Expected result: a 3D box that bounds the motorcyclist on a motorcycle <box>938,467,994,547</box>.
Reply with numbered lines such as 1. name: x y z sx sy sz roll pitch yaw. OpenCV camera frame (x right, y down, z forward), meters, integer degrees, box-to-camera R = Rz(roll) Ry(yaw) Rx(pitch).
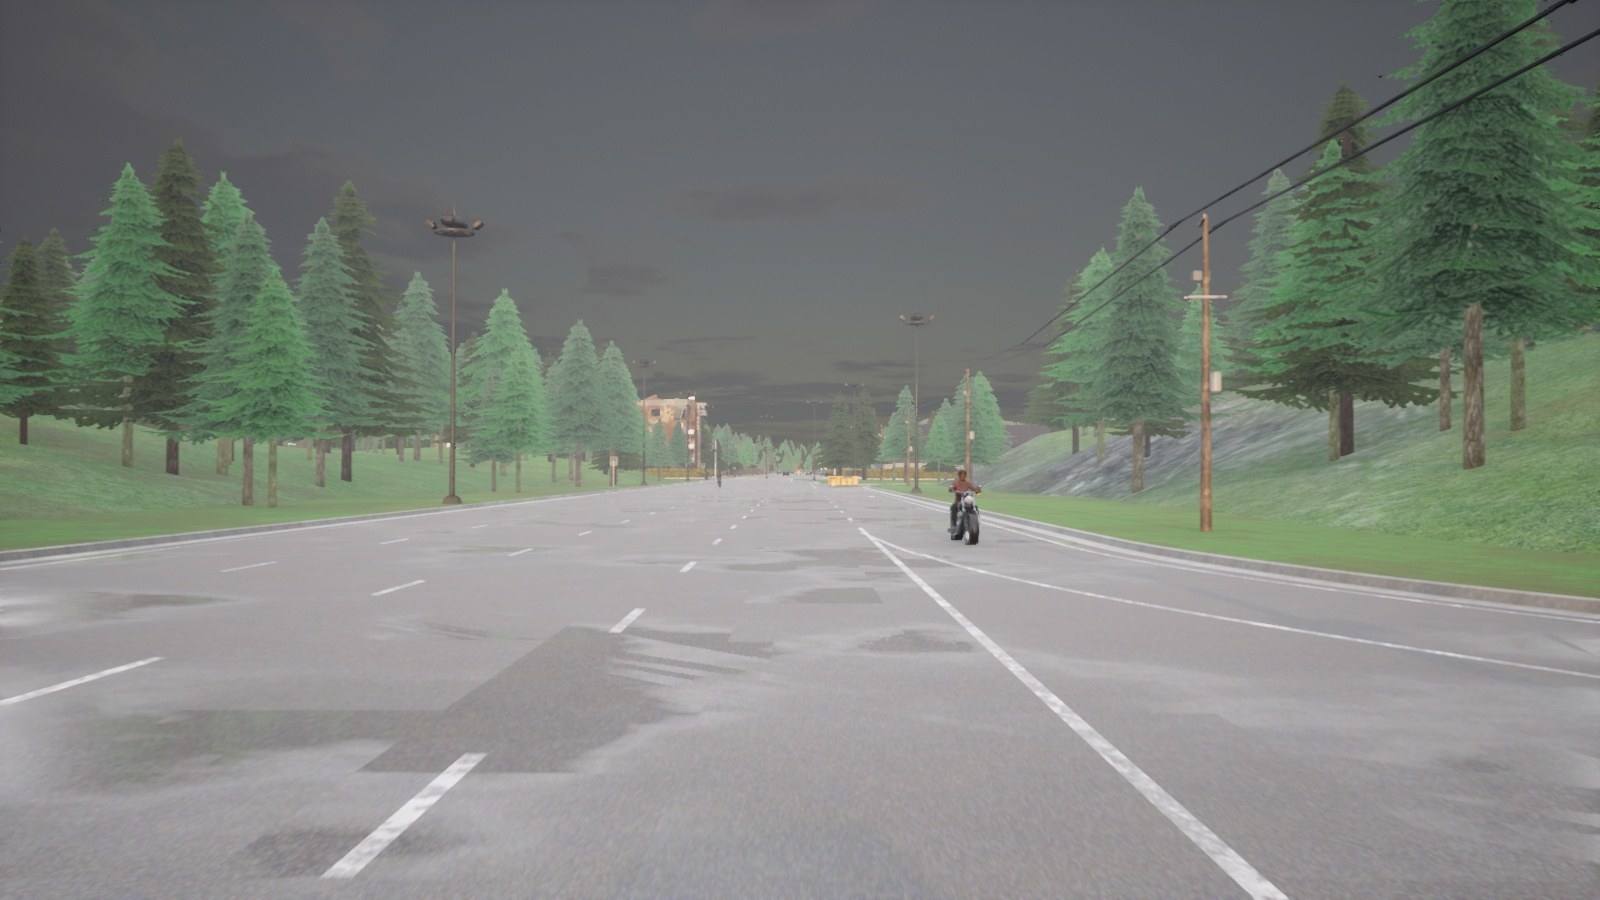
1. motorcyclist on a motorcycle: 3.596 1.209 27.372 0.766 1.649 2.350 0 -1 -3
